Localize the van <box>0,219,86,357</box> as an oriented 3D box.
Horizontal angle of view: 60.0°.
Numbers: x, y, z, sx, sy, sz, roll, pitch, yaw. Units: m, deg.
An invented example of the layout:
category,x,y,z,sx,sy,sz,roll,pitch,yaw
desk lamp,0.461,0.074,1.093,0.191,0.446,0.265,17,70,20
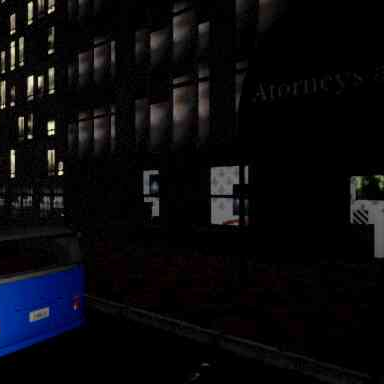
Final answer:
category,x,y,z,sx,sy,sz,roll,pitch,yaw
van,-3.466,1.341,5.364,3.998,1.788,1.690,0,0,36
